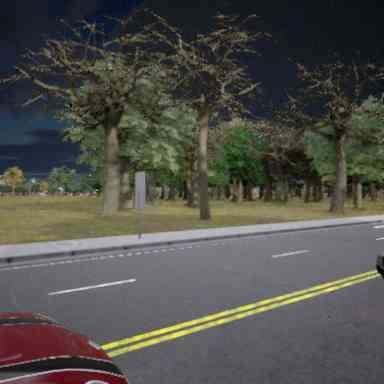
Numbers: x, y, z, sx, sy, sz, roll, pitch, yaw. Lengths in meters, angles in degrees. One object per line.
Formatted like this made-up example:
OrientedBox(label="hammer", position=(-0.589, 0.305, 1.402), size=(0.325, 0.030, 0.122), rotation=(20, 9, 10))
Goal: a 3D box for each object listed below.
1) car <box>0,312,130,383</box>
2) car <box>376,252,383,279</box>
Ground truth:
OrientedBox(label="car", position=(-2.499, 1.351, 1.658), size=(4.553, 1.767, 2.097), rotation=(0, 0, -35))
OrientedBox(label="car", position=(6.550, 1.604, 8.112), size=(4.718, 1.301, 1.895), rotation=(0, 0, -35))
